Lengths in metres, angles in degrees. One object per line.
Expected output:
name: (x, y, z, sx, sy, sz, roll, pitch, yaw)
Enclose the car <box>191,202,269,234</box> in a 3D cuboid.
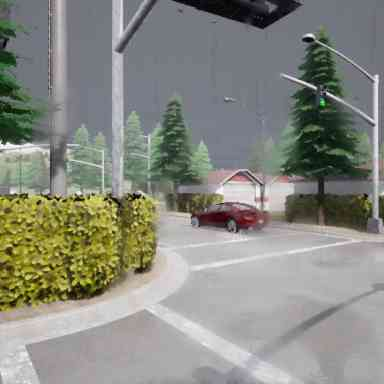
car: (1.901, 1.287, 18.111, 1.882, 1.535, 5.008, 0, 0, -36)
